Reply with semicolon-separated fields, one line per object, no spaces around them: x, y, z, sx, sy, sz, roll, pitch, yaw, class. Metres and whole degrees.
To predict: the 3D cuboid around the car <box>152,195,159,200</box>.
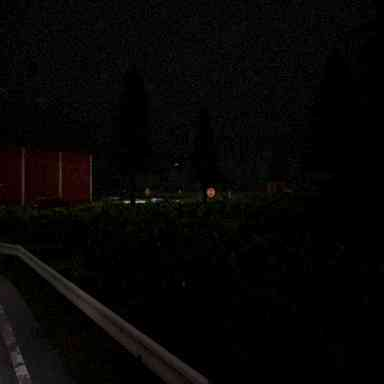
-5.097;1.589;51.198;1.994;1.385;4.181;0;0;33;car

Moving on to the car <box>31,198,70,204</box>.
-16.937;1.504;39.656;1.882;1.535;5.008;0;0;33;car

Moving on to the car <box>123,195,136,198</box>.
-16.946;1.530;89.653;1.816;1.474;4.193;0;0;33;car
